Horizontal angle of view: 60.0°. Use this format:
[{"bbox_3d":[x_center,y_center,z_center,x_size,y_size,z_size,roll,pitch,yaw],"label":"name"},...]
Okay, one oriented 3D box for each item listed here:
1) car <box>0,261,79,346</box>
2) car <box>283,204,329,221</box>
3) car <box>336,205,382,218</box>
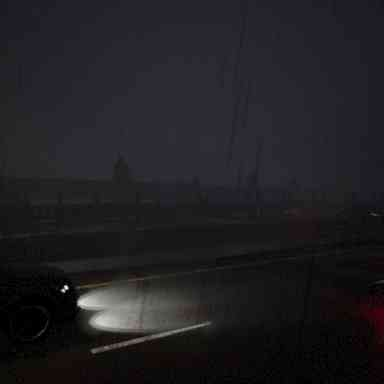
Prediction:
[{"bbox_3d":[-3.981,1.602,5.131,4.181,1.385,1.994,0,-1,-32],"label":"car"},{"bbox_3d":[10.626,1.892,30.962,5.008,1.535,1.882,1,-1,-32],"label":"car"},{"bbox_3d":[14.824,1.911,29.447,4.902,1.511,2.128,1,-1,-32],"label":"car"}]
